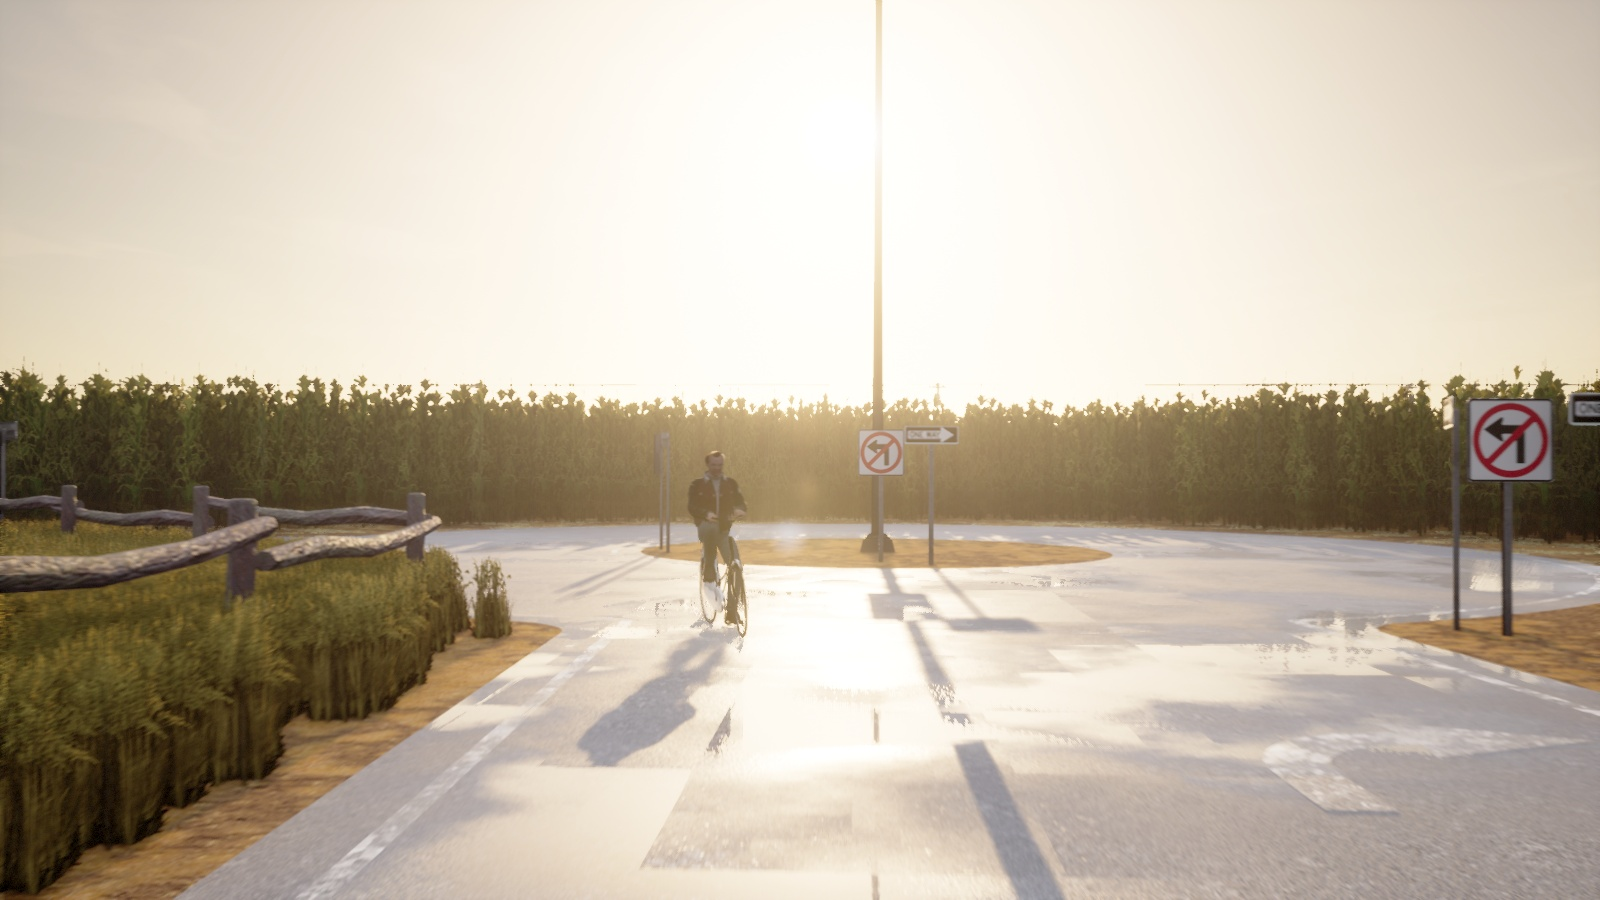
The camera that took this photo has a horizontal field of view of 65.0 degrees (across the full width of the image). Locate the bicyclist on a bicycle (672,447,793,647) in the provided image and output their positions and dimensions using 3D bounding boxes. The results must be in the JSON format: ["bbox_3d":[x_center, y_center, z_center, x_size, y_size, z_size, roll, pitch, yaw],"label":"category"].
[{"bbox_3d":[-0.700,0.893,12.264,0.659,1.776,1.843,-2,-1,-18],"label":"bicyclist on a bicycle"}]
